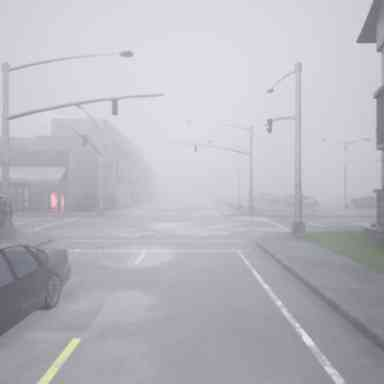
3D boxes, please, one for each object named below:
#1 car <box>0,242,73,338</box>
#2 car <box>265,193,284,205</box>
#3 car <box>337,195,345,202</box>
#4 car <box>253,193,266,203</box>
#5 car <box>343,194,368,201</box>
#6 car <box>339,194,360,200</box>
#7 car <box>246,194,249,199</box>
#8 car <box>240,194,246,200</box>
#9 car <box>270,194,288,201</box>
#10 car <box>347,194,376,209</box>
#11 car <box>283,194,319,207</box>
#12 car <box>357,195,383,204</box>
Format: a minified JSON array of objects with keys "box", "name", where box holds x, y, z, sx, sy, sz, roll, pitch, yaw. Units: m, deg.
[{"box":[-3.553,1.544,5.062,2.033,1.411,5.357,0,0,0],"name":"car"},{"box":[14.168,1.135,50.150,5.027,1.636,2.152,0,0,0],"name":"car"},{"box":[32.304,1.288,69.462,3.633,1.501,1.845,0,0,0],"name":"car"},{"box":[14.167,1.050,62.944,3.866,1.878,1.905,0,0,0],"name":"car"},{"box":[39.978,1.290,81.308,5.027,1.636,2.152,0,0,0],"name":"car"},{"box":[39.925,1.297,84.445,4.514,1.523,2.007,0,0,0],"name":"car"},{"box":[13.755,1.068,65.850,4.605,1.855,1.932,0,0,0],"name":"car"},{"box":[13.891,1.332,84.434,3.633,1.501,1.845,0,0,0],"name":"car"},{"box":[21.312,1.345,81.454,3.806,1.475,1.970,0,0,0],"name":"car"},{"box":[21.541,1.286,40.070,4.514,1.523,2.007,0,0,0],"name":"car"},{"box":[14.492,1.218,43.733,3.806,1.475,1.970,0,0,0],"name":"car"},{"box":[32.263,1.273,59.469,4.514,1.523,2.007,0,0,0],"name":"car"}]
